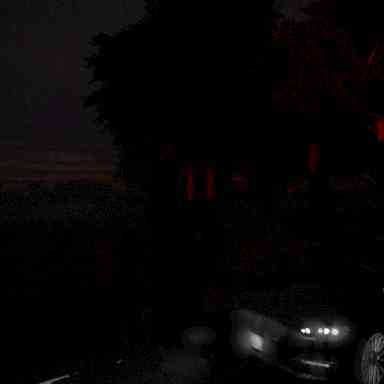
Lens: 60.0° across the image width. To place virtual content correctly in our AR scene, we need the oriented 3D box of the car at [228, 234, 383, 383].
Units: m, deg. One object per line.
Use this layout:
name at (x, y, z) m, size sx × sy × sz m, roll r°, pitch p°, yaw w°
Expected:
car at (2.748, 1.491, 5.337) m, size 4.902 × 1.511 × 2.128 m, roll 0°, pitch 0°, yaw -35°
